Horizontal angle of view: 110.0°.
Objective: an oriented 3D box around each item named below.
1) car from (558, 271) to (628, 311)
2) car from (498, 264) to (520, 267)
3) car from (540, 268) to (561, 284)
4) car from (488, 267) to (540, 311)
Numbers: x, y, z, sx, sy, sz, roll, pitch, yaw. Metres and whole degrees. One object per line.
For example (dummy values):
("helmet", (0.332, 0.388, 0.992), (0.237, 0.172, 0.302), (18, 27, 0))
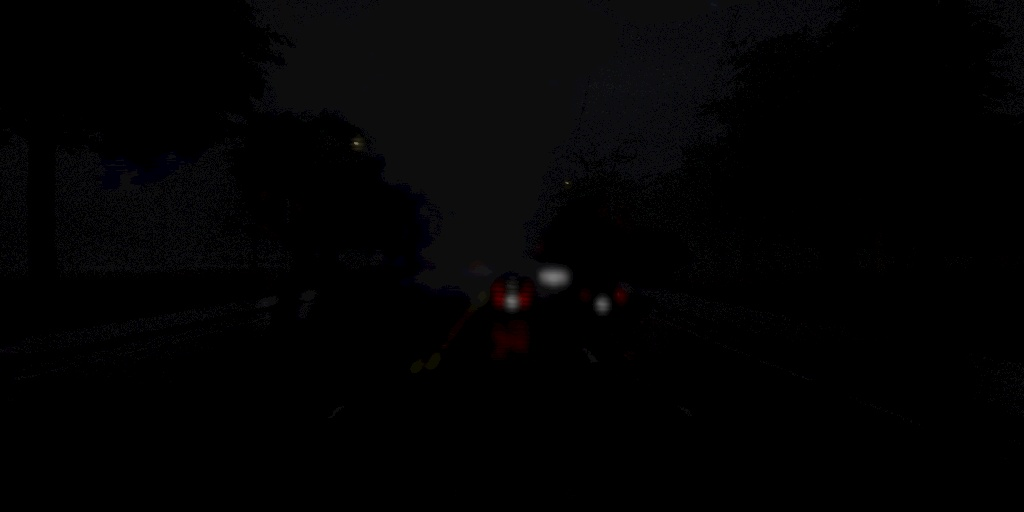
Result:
("car", (3.269, 1.483, 15.097), (1.895, 1.301, 4.718), (0, -1, 1))
("car", (0.022, 1.547, 30.357), (1.837, 1.490, 4.892), (0, 0, 1))
("car", (3.269, 1.639, 30.106), (1.895, 1.301, 4.718), (0, -1, 1))
("car", (0.023, 1.391, 15.354), (1.837, 1.490, 4.892), (0, 0, 1))
